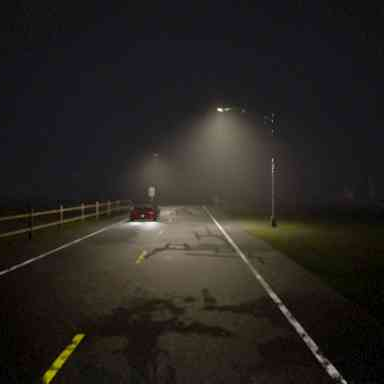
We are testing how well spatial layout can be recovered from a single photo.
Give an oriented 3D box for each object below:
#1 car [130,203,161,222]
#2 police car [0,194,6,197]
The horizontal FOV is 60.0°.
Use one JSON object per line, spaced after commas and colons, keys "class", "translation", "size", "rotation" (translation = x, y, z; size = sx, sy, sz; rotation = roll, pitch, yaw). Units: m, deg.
{"class": "car", "translation": [-3.572, 1.537, 26.005], "size": [1.994, 1.385, 4.181], "rotation": [0, 0, 0]}
{"class": "police car", "translation": [-47.641, 0.750, 80.357], "size": [4.974, 1.542, 2.038], "rotation": [1, -1, 3]}
